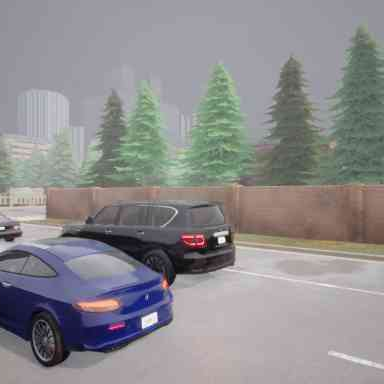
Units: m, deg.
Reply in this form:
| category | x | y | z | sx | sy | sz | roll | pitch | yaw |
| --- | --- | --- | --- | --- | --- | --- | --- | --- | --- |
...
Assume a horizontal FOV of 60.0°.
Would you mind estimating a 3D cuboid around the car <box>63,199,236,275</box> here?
| category | x | y | z | sx | sy | sz | roll | pitch | yaw |
| --- | --- | --- | --- | --- | --- | --- | --- | --- | --- |
| car | -1.478 | 1.221 | 9.359 | 5.566 | 2.045 | 2.150 | 0 | 0 | 36 |

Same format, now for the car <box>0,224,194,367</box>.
| category | x | y | z | sx | sy | sz | roll | pitch | yaw |
| --- | --- | --- | --- | --- | --- | --- | --- | --- | --- |
| car | -2.430 | 1.526 | 5.742 | 4.674 | 1.442 | 1.812 | 0 | 0 | 36 |

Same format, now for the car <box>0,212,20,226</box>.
| category | x | y | z | sx | sy | sz | roll | pitch | yaw |
| --- | --- | --- | --- | --- | --- | --- | --- | --- | --- |
| car | -9.773 | 1.547 | 15.275 | 5.357 | 1.411 | 2.033 | 0 | 0 | 39 |
